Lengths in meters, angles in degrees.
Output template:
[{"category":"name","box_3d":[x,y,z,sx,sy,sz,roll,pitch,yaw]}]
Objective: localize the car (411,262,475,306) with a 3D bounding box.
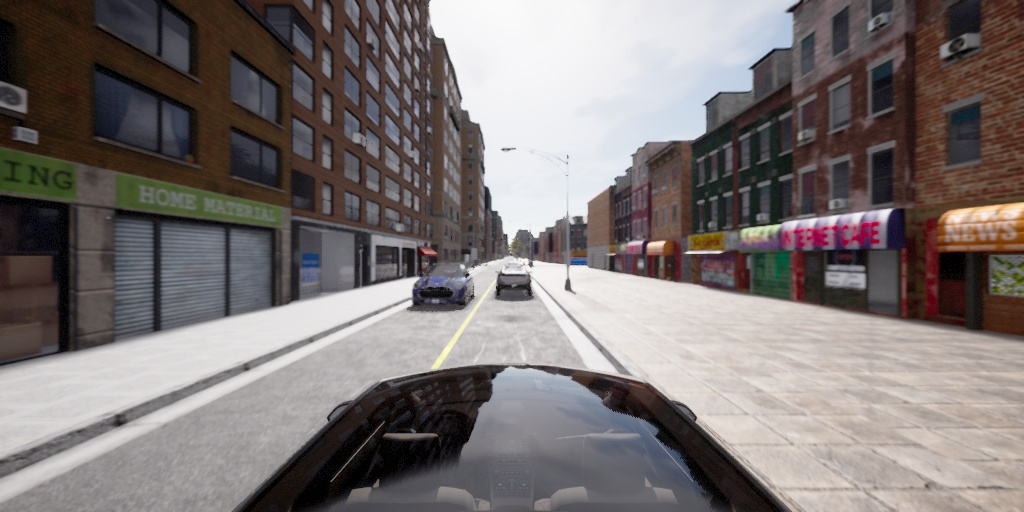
[{"category":"car","box_3d":[-2.849,1.102,15.641,2.097,1.767,4.553,0,0,0]}]

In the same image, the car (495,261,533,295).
[{"category":"car","box_3d":[0.103,1.246,19.704,2.128,1.511,4.902,0,0,0]}]
